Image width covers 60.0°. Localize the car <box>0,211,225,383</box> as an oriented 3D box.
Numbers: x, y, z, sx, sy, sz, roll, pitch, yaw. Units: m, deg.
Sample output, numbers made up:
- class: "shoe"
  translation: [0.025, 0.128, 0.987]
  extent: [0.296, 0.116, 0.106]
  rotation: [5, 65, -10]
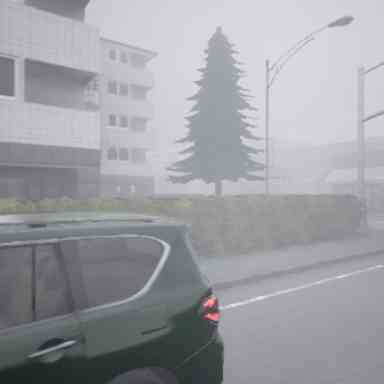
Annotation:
- class: "car"
  translation: [-2.302, 1.222, 2.336]
  extent: [5.566, 2.045, 2.150]
  rotation: [0, 0, -35]
